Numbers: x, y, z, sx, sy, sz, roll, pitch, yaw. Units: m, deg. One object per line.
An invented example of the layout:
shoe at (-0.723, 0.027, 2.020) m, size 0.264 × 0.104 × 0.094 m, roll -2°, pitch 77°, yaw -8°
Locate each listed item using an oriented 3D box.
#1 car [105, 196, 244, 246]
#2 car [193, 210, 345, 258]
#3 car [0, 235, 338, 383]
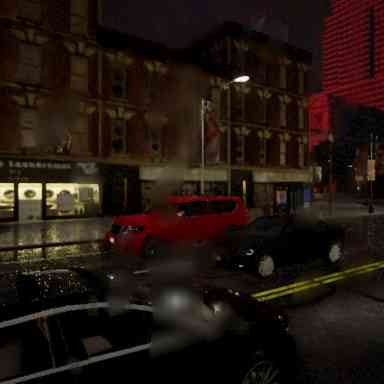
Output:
car at (-0.329, 1.194, 12.350) m, size 5.566 × 2.045 × 2.150 m, roll 0°, pitch 0°, yaw -35°
car at (2.682, 1.446, 10.202) m, size 5.008 × 1.535 × 1.882 m, roll 0°, pitch 0°, yaw -36°
car at (-1.087, 1.488, 2.970) m, size 4.902 × 1.511 × 2.128 m, roll 0°, pitch 0°, yaw -35°
